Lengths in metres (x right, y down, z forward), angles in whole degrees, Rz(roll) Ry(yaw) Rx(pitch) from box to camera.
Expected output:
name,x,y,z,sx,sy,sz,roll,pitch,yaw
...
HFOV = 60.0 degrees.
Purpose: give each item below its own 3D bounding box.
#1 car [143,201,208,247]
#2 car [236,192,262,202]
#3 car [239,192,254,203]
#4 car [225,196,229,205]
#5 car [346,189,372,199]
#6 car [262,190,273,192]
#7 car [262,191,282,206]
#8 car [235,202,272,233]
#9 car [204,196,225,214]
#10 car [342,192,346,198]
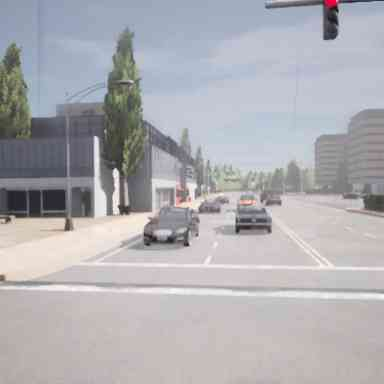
name,x,y,z,sx,sy,sz,roll,pitch,yaw
car,-0.747,1.402,14.692,2.128,1.511,4.902,-1,1,8
car,5.585,1.066,33.468,2.097,1.767,4.553,-1,0,9
car,8.056,0.819,49.486,2.128,1.511,4.902,-1,0,8
car,4.598,1.222,50.003,1.994,1.385,4.181,-1,0,8
car,31.414,0.372,61.873,3.866,1.878,1.905,-1,0,7
car,12.357,0.713,54.626,2.150,2.045,5.566,-1,0,8
car,10.921,1.067,44.588,2.128,1.511,4.902,-1,0,9
car,3.340,1.441,18.382,1.895,1.301,4.718,-1,0,8
car,1.766,1.334,31.578,1.994,1.385,4.181,-1,0,9
car,31.820,0.345,64.739,4.605,1.855,1.932,-1,0,7
